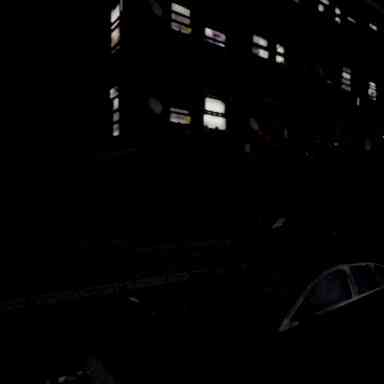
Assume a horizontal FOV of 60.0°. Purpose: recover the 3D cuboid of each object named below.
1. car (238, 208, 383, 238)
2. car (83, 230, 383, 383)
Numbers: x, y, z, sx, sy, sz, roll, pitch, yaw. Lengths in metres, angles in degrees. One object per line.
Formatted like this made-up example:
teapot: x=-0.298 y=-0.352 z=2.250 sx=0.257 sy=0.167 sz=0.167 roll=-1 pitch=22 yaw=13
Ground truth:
car: x=3.262 y=1.384 z=8.894 sx=5.009 sy=1.841 sz=2.192 roll=1 pitch=0 yaw=-36
car: x=1.175 y=1.521 z=4.220 sx=4.902 sy=1.511 sz=2.128 roll=1 pitch=0 yaw=-36
